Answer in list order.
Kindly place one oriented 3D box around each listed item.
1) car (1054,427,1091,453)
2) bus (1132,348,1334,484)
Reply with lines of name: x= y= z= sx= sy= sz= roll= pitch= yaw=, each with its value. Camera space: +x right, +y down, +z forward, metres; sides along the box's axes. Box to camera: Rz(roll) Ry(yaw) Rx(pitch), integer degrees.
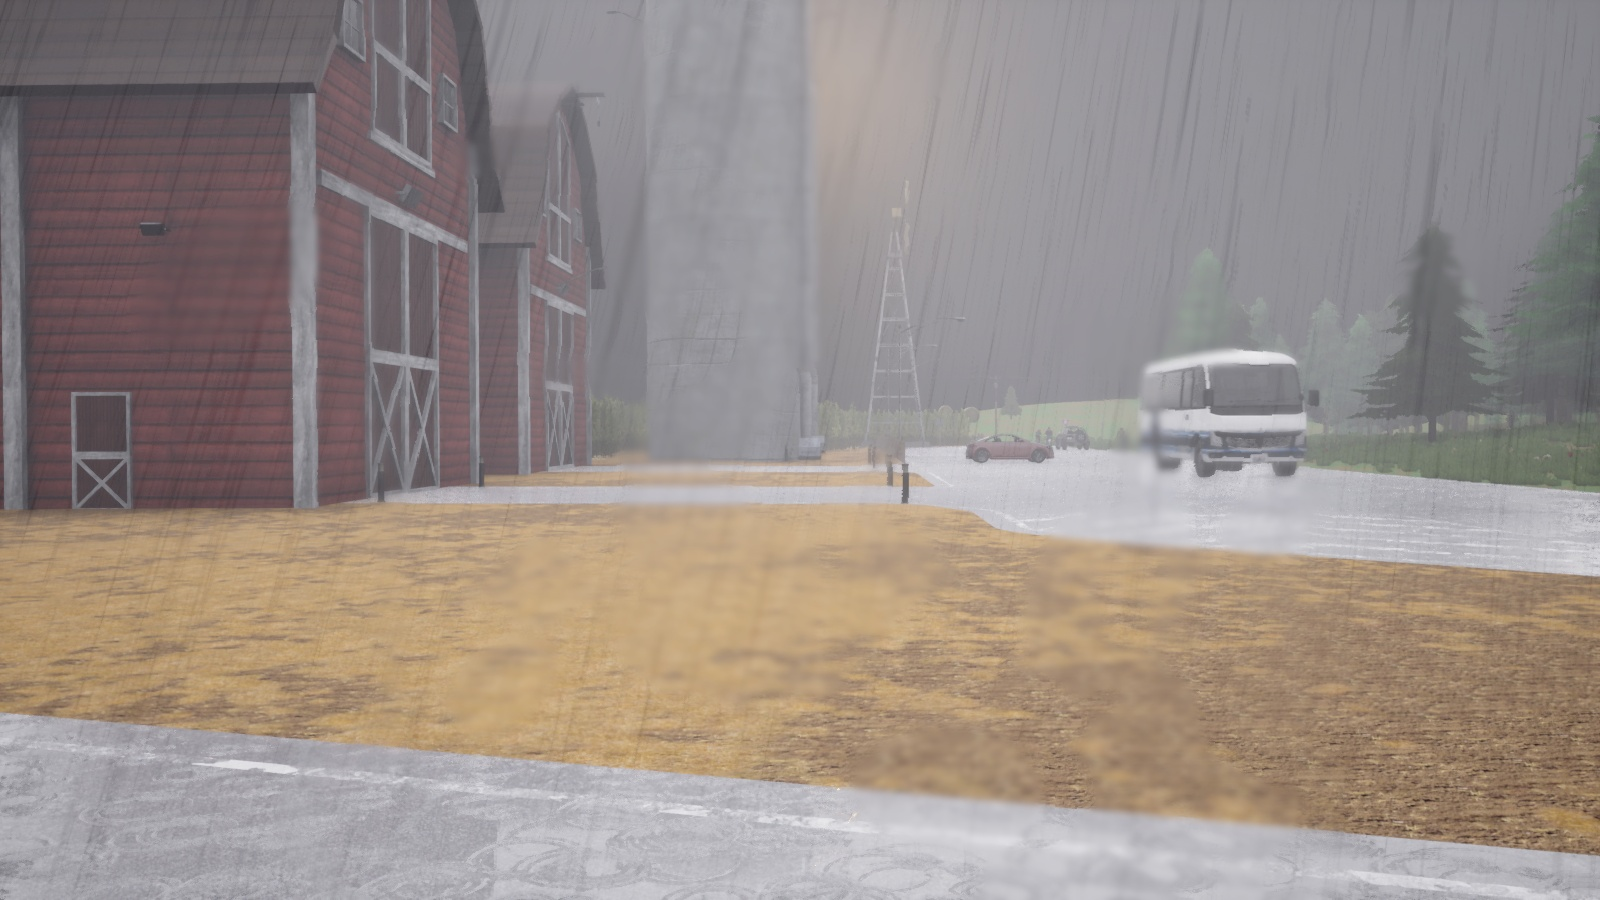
car: x=20.528 y=-0.781 z=94.811 sx=1.932 sy=1.855 sz=4.605 roll=0 pitch=2 yaw=2
bus: x=14.926 y=-1.149 z=44.531 sx=3.944 sy=4.253 sz=10.273 roll=0 pitch=1 yaw=2
